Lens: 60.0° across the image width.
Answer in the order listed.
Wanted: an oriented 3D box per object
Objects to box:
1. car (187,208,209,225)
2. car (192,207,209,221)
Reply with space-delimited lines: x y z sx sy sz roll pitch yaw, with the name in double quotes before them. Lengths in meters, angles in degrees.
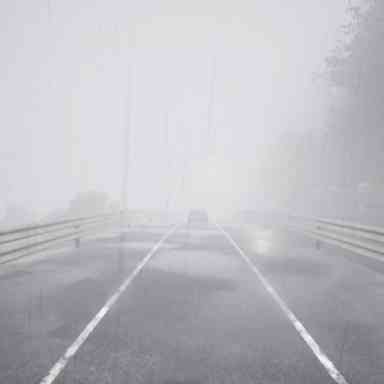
"car" 0.562 2.277 31.309 2.128 1.511 4.902 0 -3 2
"car" 1.229 3.065 45.547 2.097 1.767 4.553 0 -4 4
